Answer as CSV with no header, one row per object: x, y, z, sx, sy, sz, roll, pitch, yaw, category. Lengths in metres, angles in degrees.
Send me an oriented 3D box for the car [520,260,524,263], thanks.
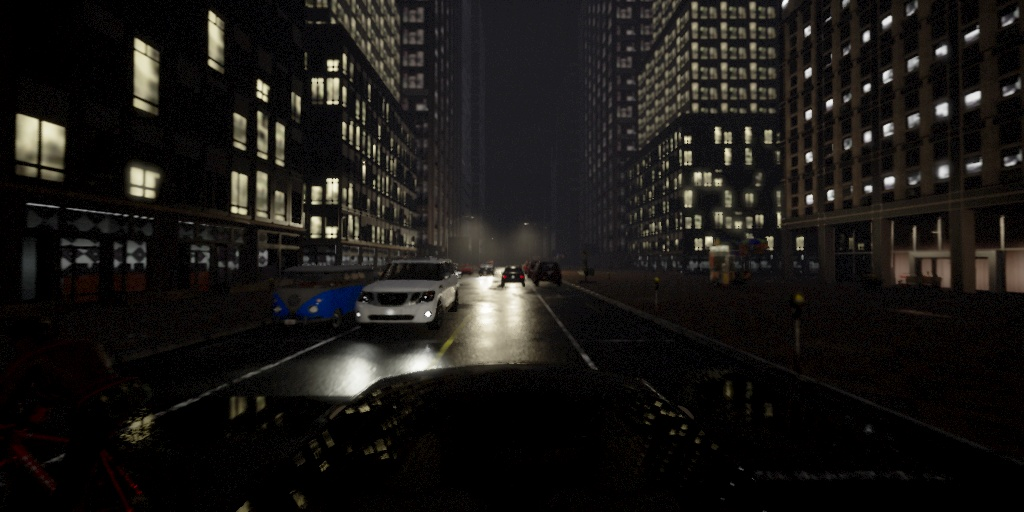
2.661,1.575,50.084,2.192,1.841,5.009,0,0,0,car

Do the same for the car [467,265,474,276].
-5.716,1.784,44.539,1.802,1.307,4.207,0,0,0,car

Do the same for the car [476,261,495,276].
-3.124,1.694,44.556,2.128,1.511,4.902,0,-1,0,car

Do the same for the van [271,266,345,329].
-5.695,1.193,11.305,1.690,1.789,3.998,0,0,0,van

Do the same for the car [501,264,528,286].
0.090,1.580,28.323,2.033,1.411,5.357,0,-1,0,car

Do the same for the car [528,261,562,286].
2.675,1.343,27.927,2.192,1.841,5.009,0,0,0,car

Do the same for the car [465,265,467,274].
-5.709,1.637,33.460,2.007,1.370,4.403,0,0,0,car

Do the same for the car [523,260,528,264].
2.667,1.459,39.006,2.192,1.841,5.009,0,0,0,car

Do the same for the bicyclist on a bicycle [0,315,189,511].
-2.961,1.212,2.358,1.656,1.620,0.582,-2,-1,0,bicyclist on a bicycle

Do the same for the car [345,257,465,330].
-3.103,1.075,11.904,2.150,2.045,5.566,0,0,0,car
